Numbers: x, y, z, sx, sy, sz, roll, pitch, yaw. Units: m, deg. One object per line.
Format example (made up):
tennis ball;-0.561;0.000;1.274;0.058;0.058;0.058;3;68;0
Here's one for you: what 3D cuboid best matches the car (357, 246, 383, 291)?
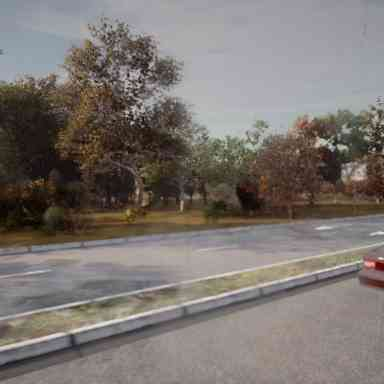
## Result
car;5.958;1.498;7.688;5.357;1.411;2.033;0;0;-35
